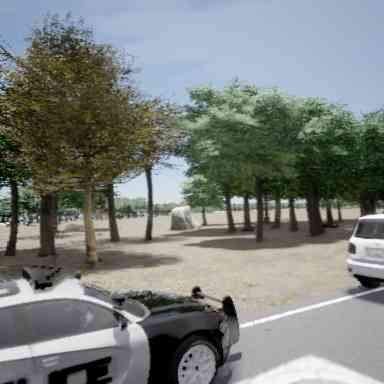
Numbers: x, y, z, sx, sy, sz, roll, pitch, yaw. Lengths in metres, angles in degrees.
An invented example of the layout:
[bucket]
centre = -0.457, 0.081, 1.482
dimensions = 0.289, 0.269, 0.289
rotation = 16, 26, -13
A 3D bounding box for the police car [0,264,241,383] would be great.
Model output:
[police car]
centre = -1.704, 1.749, 4.060
dimensions = 5.238, 1.638, 1.930
rotation = 0, -4, -33

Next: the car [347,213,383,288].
[car]
centre = 6.715, 1.571, 9.257
dimensions = 5.566, 2.045, 2.150
rotation = 0, -4, -31
